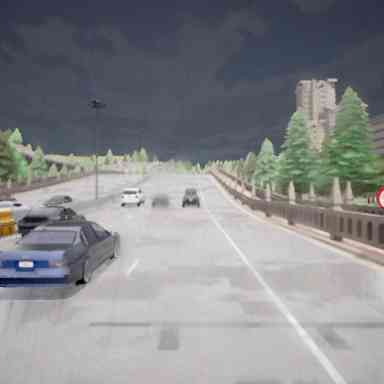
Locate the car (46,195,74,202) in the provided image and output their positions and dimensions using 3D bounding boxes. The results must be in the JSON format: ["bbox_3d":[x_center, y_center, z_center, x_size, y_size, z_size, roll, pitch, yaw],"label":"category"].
[{"bbox_3d":[-14.096,1.130,35.327,1.837,1.490,4.892,0,3,0],"label":"car"}]

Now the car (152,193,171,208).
[{"bbox_3d":[-3.609,0.930,38.951,1.837,1.490,4.892,0,4,0],"label":"car"}]

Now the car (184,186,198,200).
[{"bbox_3d":[-0.166,0.114,49.260,2.033,1.411,5.357,0,6,0],"label":"car"}]

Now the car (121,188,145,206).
[{"bbox_3d":[-7.104,0.544,40.491,2.150,2.045,5.566,0,4,0],"label":"car"}]

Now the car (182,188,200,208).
[{"bbox_3d":[-0.110,0.766,39.113,2.097,1.767,4.553,0,4,0],"label":"car"}]

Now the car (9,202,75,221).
[{"bbox_3d":[-6.906,1.467,16.890,1.837,1.490,4.892,0,0,0],"label":"car"}]

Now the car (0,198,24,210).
[{"bbox_3d":[-14.078,1.454,25.284,1.812,1.442,4.674,0,1,0],"label":"car"}]

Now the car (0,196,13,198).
[{"bbox_3d":[-17.557,1.413,29.481,1.994,1.385,4.181,0,2,0],"label":"car"}]

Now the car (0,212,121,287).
[{"bbox_3d":[-3.401,1.526,9.335,2.033,1.411,5.357,0,0,0],"label":"car"}]
